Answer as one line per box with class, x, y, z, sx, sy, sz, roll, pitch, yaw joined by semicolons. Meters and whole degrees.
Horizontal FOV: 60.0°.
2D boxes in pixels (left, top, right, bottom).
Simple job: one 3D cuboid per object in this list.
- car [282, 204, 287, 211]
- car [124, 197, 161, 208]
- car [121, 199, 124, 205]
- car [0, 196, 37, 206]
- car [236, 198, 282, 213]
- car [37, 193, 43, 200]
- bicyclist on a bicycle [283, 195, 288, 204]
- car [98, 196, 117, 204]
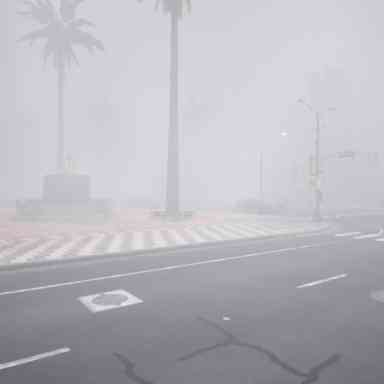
car;8.962;1.601;39.736;1.895;1.301;4.718;0;0;-40
car;-6.712;1.525;46.836;4.674;1.442;1.812;0;0;18
car;-8.385;1.504;50.956;4.892;1.490;1.837;0;-1;13
car;-28.646;1.505;54.335;4.892;1.490;1.837;0;0;-14
car;7.036;1.501;36.523;1.837;1.490;4.892;0;1;-39
car;-26.043;1.221;58.561;5.566;2.045;2.150;0;0;-10
bicyclist on a bicycle;15.278;1.300;54.491;0.582;1.620;1.656;0;0;42
car;-15.835;1.491;59.127;4.902;1.511;2.128;0;0;2
